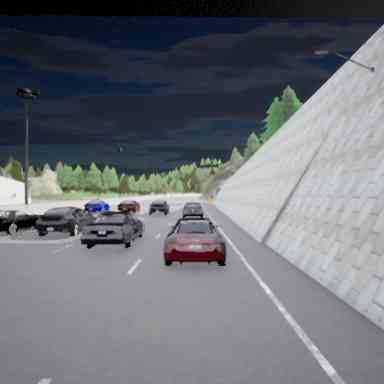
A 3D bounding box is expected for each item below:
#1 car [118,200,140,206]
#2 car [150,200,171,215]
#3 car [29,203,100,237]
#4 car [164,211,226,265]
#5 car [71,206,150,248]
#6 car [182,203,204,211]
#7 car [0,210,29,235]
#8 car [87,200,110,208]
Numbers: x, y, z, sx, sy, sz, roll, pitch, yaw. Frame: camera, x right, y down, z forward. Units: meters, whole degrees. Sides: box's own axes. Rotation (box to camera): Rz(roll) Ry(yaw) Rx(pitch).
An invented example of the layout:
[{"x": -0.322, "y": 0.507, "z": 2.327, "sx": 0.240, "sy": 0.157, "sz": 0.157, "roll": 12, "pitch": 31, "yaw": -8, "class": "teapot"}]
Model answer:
[{"x": -6.919, "y": 1.606, "z": 36.845, "sx": 1.882, "sy": 1.535, "sz": 5.008, "roll": 0, "pitch": 0, "yaw": 0, "class": "car"}, {"x": -3.421, "y": 1.628, "z": 35.436, "sx": 1.837, "sy": 1.490, "sz": 4.892, "roll": 0, "pitch": 0, "yaw": 0, "class": "car"}, {"x": -6.910, "y": 1.570, "z": 18.638, "sx": 1.837, "sy": 1.490, "sz": 4.892, "roll": 0, "pitch": 0, "yaw": 0, "class": "car"}, {"x": 0.093, "y": 1.606, "z": 11.839, "sx": 1.994, "sy": 1.385, "sz": 4.181, "roll": 0, "pitch": 0, "yaw": 0, "class": "car"}, {"x": -3.408, "y": 1.600, "z": 15.101, "sx": 2.033, "sy": 1.411, "sz": 5.357, "roll": 0, "pitch": 0, "yaw": 0, "class": "car"}, {"x": 0.083, "y": 1.652, "z": 30.013, "sx": 2.033, "sy": 1.411, "sz": 5.357, "roll": 0, "pitch": 0, "yaw": 0, "class": "car"}, {"x": -10.411, "y": 1.667, "z": 19.068, "sx": 1.895, "sy": 1.301, "sz": 4.718, "roll": 0, "pitch": 0, "yaw": 0, "class": "car"}, {"x": -10.421, "y": 1.605, "z": 36.696, "sx": 1.882, "sy": 1.535, "sz": 5.008, "roll": 0, "pitch": 0, "yaw": 0, "class": "car"}]
